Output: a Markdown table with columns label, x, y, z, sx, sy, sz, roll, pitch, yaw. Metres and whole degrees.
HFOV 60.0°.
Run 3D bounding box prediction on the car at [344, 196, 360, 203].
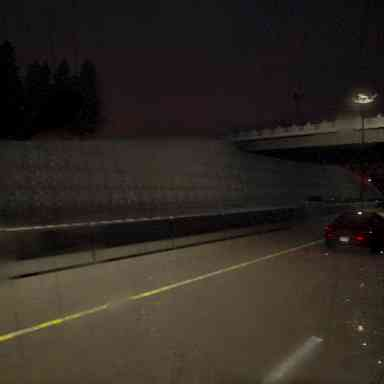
| label | x | y | z | sx | sy | sz | roll | pitch | yaw |
| --- | --- | --- | --- | --- | --- | --- | --- | --- | --- |
| car | 29.928 | 1.482 | 61.979 | 1.994 | 1.385 | 4.181 | 1 | 1 | 41 |

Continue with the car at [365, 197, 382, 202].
| label | x | y | z | sx | sy | sz | roll | pitch | yaw |
| --- | --- | --- | --- | --- | --- | --- | --- | --- | --- |
| car | 32.623 | 1.581 | 59.746 | 1.895 | 1.301 | 4.718 | 1 | 1 | 41 |

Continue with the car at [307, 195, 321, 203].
| label | x | y | z | sx | sy | sz | roll | pitch | yaw |
| --- | --- | --- | --- | --- | --- | --- | --- | --- | --- |
| car | 24.528 | 1.367 | 66.432 | 1.994 | 1.385 | 4.181 | 1 | 1 | 41 |

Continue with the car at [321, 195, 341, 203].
| label | x | y | z | sx | sy | sz | roll | pitch | yaw |
| --- | --- | --- | --- | --- | --- | --- | --- | --- | --- |
| car | 27.190 | 1.348 | 64.158 | 1.882 | 1.535 | 5.008 | 1 | 1 | 41 |

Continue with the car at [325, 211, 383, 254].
| label | x | y | z | sx | sy | sz | roll | pitch | yaw |
| --- | --- | --- | --- | --- | --- | --- | --- | --- | --- |
| car | 6.930 | 1.510 | 13.578 | 1.812 | 1.442 | 4.674 | 1 | 1 | 41 |
